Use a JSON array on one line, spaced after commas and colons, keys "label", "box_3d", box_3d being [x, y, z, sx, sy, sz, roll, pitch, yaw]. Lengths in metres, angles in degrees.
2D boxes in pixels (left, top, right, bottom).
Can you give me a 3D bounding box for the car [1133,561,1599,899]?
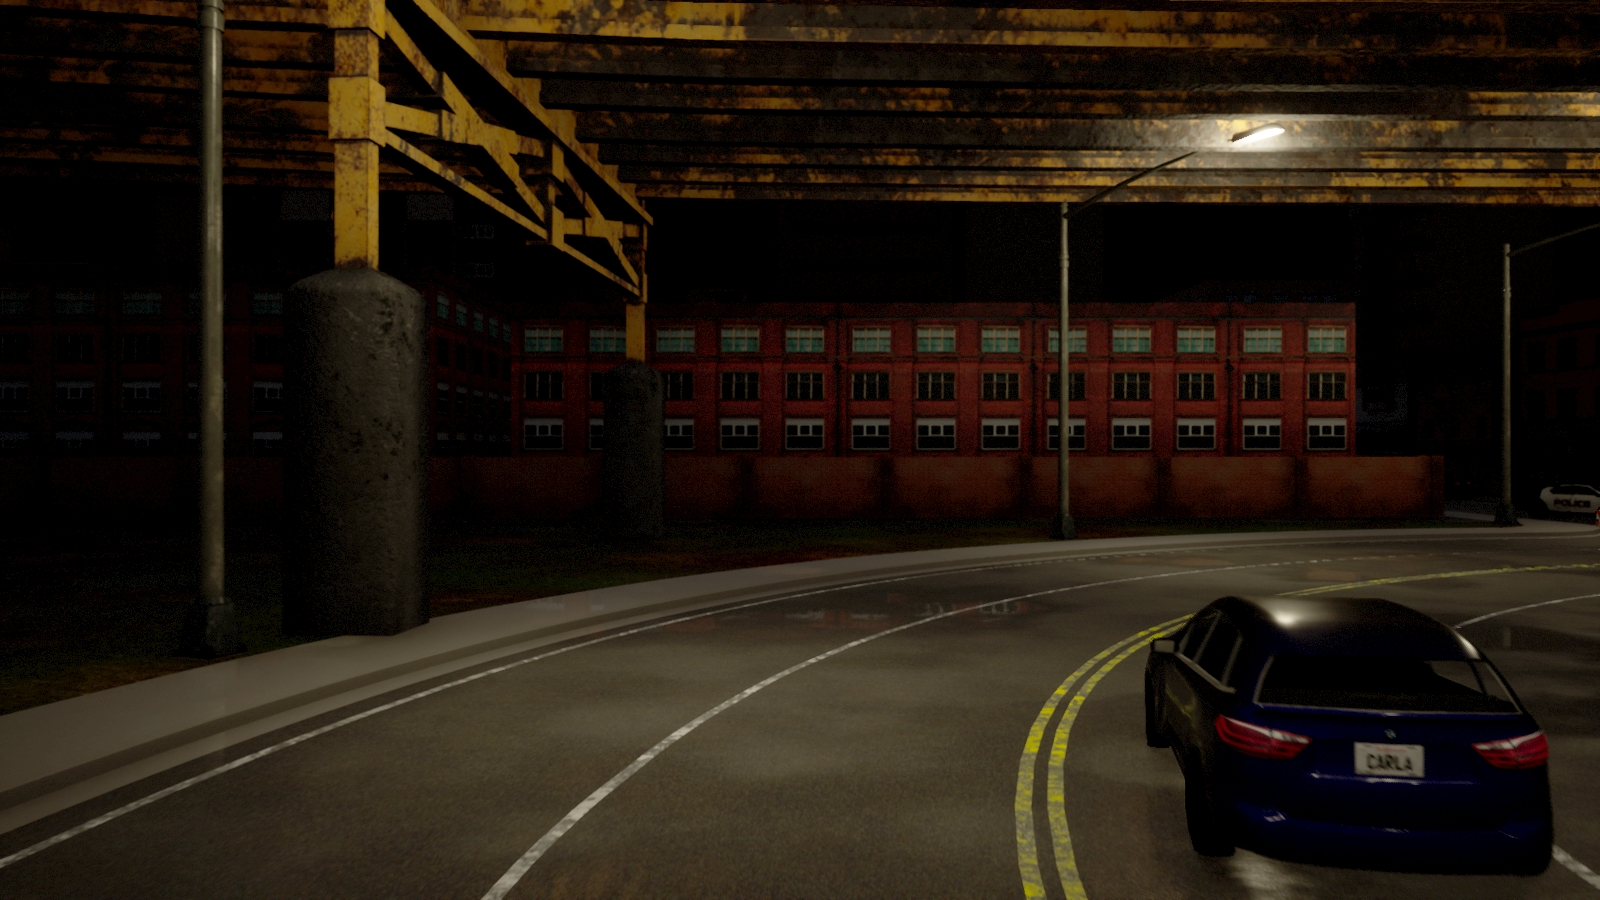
[{"label": "car", "box_3d": [4.061, 1.966, 9.186, 2.242, 1.667, 4.611, 0, 0, 11]}]
